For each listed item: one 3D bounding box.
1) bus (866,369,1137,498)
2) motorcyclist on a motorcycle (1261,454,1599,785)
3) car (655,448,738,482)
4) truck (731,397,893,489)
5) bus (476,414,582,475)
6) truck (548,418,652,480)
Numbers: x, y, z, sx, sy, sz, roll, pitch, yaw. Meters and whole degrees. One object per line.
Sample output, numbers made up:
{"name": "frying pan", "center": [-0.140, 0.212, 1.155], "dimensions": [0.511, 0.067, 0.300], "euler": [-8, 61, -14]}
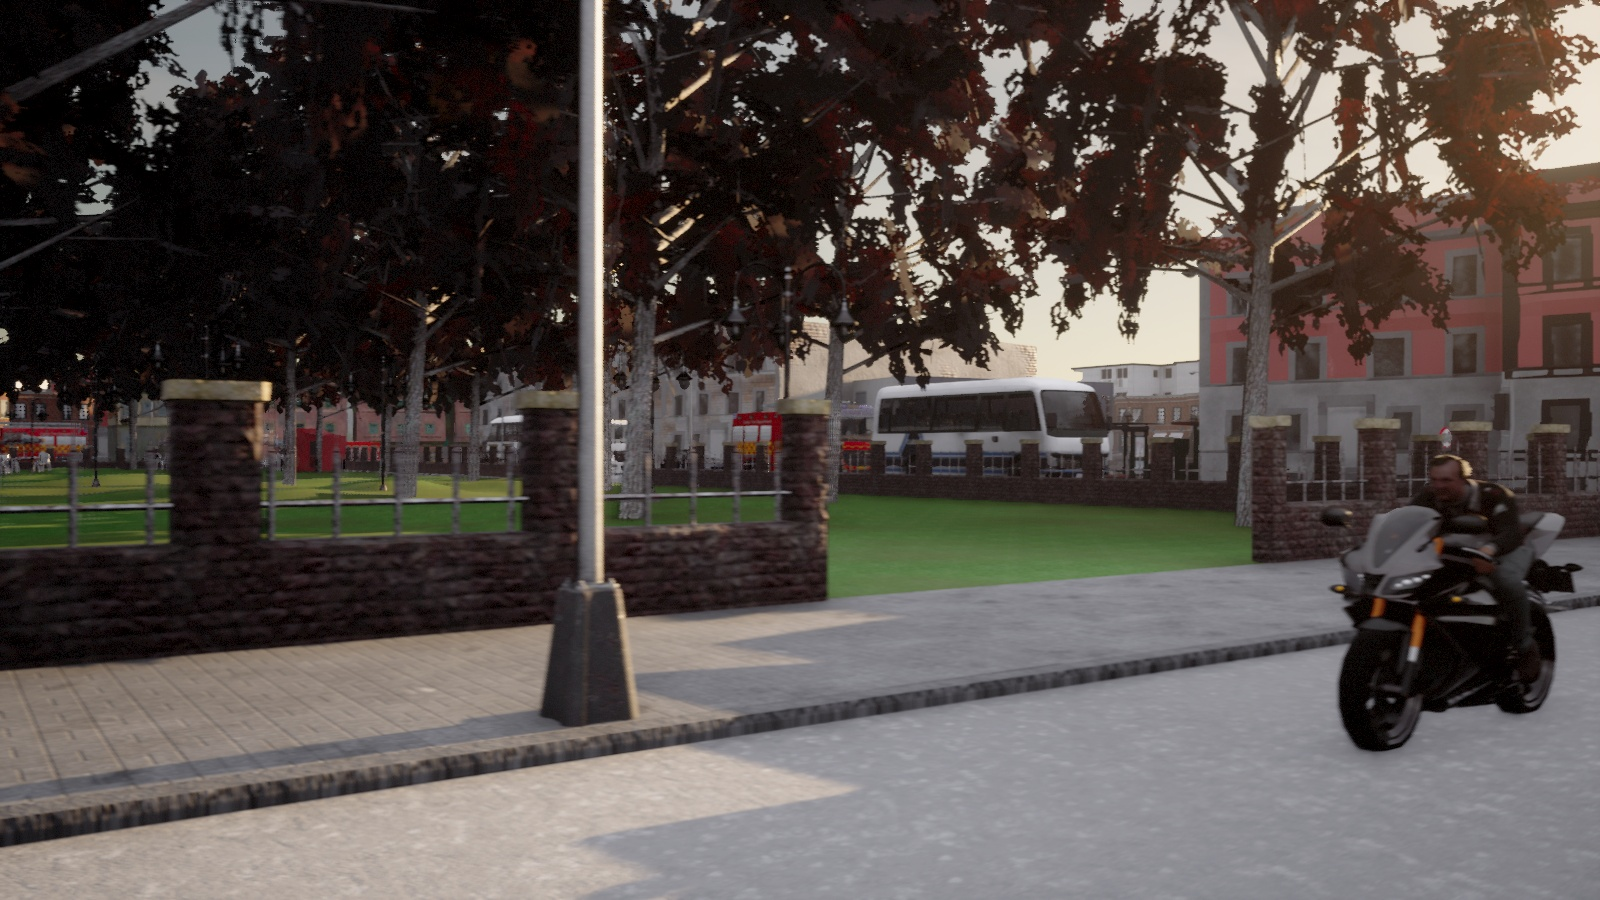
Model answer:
{"name": "bus", "center": [7.199, -0.531, 46.914], "dimensions": [3.944, 4.253, 10.273], "euler": [0, 0, -35]}
{"name": "motorcyclist on a motorcycle", "center": [3.531, 0.789, 6.822], "dimensions": [2.191, 1.530, 0.866], "euler": [0, 0, -37]}
{"name": "car", "center": [-5.392, 0.761, 64.840], "dimensions": [2.242, 1.667, 4.611], "euler": [0, 0, -35]}
{"name": "truck", "center": [0.371, -0.280, 56.638], "dimensions": [2.891, 3.827, 8.468], "euler": [0, 0, -35]}
{"name": "bus", "center": [-20.165, -0.359, 92.769], "dimensions": [3.944, 4.253, 10.273], "euler": [0, 0, -35]}
{"name": "truck", "center": [-11.911, -0.028, 74.109], "dimensions": [2.891, 3.462, 7.936], "euler": [0, 0, -35]}
